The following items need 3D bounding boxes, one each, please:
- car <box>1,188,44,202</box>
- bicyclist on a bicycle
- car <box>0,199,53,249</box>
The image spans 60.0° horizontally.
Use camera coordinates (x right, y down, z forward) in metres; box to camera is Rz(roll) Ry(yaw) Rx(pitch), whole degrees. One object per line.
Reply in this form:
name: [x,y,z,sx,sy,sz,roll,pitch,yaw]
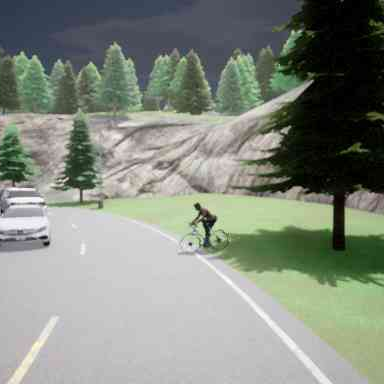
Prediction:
car: [-11.627,0.732,22.823,2.150,2.045,5.566,-1,2,-36]
bicyclist on a bicycle: [0.378,1.149,10.709,1.656,1.620,0.582,-5,2,-15]
car: [-6.666,1.237,13.365,1.812,1.442,4.674,-1,1,-22]
